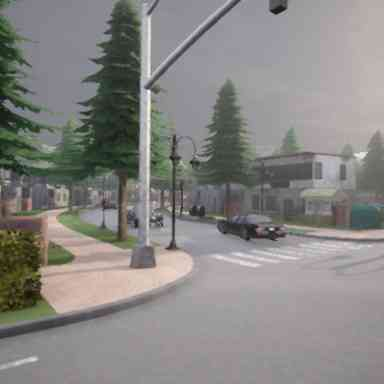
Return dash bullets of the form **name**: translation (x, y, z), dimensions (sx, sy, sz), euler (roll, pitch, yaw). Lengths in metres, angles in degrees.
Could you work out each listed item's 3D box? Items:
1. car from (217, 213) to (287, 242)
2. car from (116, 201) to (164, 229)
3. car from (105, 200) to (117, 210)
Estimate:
- **car**: translation (3.162, 1.886, 18.652), dimensions (2.033, 1.411, 5.357), euler (1, 0, -17)
- **car**: translation (-3.726, 1.654, 24.411), dimensions (2.097, 1.767, 4.553), euler (1, -1, -28)
- **car**: translation (-11.854, 1.956, 49.643), dimensions (2.033, 1.411, 5.357), euler (1, 0, -5)
